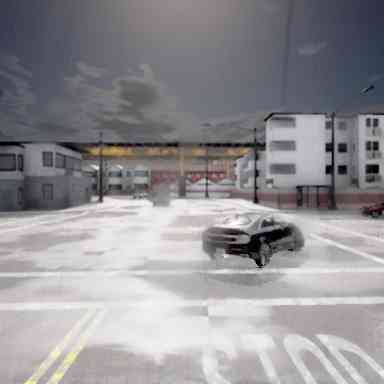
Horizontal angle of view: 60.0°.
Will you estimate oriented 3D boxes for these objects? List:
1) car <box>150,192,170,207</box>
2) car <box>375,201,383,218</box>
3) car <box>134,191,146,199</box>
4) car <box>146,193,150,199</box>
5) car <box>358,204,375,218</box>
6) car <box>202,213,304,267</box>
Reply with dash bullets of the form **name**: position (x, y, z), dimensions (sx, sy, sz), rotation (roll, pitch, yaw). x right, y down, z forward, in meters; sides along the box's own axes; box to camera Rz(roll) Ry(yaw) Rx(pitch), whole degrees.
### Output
- **car**: position (-3.913, 0.903, 42.831), dimensions (2.097, 1.767, 4.553), rotation (0, 1, -5)
- **car**: position (16.504, 1.425, 24.477), dimensions (4.674, 1.442, 1.812), rotation (0, 0, 1)
- **car**: position (-9.488, 0.525, 62.237), dimensions (1.812, 1.442, 4.674), rotation (0, 1, -30)
- **car**: position (-5.549, 0.781, 52.687), dimensions (1.837, 1.490, 4.892), rotation (0, 2, -16)
- **car**: position (16.531, 1.410, 27.977), dimensions (4.674, 1.442, 1.812), rotation (0, 0, 1)
- **car**: position (2.272, 1.460, 11.481), dimensions (2.128, 1.511, 4.902), rotation (-1, 0, 37)
